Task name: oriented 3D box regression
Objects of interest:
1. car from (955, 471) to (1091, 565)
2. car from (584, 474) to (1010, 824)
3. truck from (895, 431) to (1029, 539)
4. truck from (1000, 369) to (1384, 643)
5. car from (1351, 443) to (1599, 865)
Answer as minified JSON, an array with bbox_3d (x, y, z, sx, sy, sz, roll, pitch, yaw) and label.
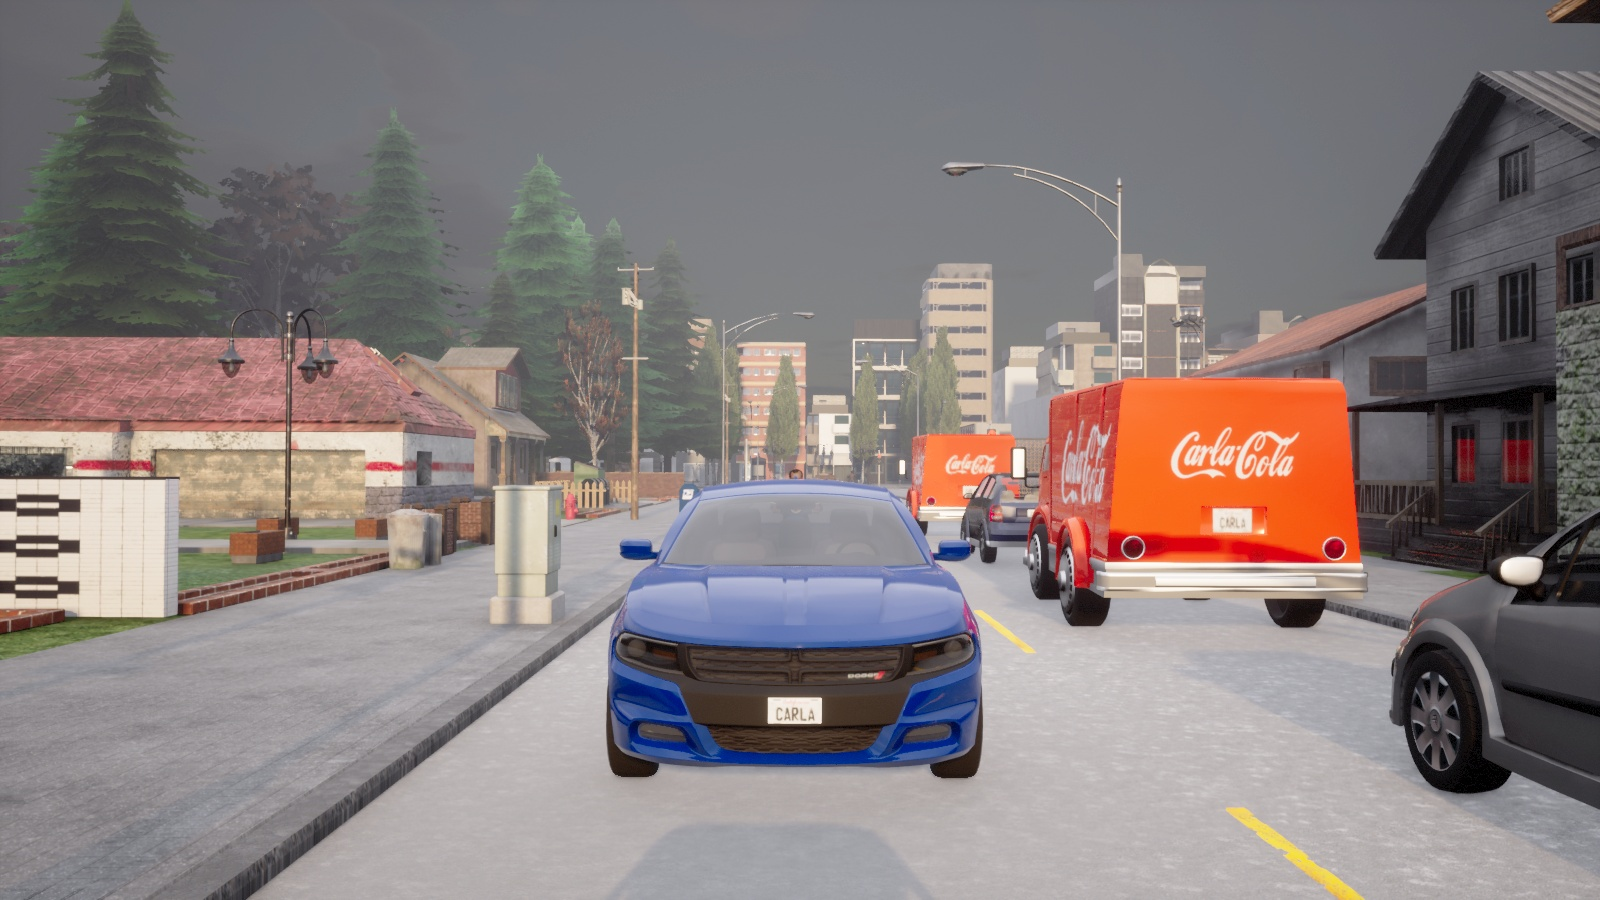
[{"bbox_3d":[3.938,1.158,22.732,1.789,1.549,3.705,0,-1,0],"label":"car"},{"bbox_3d":[-0.023,0.928,8.077,1.882,1.535,5.008,0,-1,0],"label":"car"},{"bbox_3d":[3.919,0.840,31.491,2.627,2.467,5.204,0,-1,-1],"label":"truck"},{"bbox_3d":[3.953,0.546,13.944,2.627,2.467,5.204,0,-1,0],"label":"truck"},{"bbox_3d":[3.985,0.780,4.946,1.851,1.617,3.988,0,-1,0],"label":"car"}]
